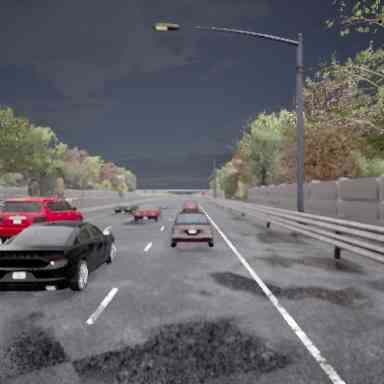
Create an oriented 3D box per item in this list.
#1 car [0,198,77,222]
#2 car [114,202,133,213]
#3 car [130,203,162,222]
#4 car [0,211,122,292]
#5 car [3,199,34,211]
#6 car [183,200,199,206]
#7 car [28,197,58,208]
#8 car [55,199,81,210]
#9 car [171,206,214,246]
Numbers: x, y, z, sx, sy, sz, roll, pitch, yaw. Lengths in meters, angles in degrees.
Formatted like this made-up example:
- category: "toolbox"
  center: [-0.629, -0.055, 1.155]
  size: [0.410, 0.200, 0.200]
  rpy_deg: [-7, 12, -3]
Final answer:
- category: "car"
  center: [-7.001, 1.292, 15.999]
  size: [2.150, 2.045, 5.566]
  rpy_deg: [0, 0, 0]
- category: "car"
  center: [-7.125, 1.755, 36.505]
  size: [1.895, 1.301, 4.718]
  rpy_deg: [0, 0, 0]
- category: "car"
  center: [-3.567, 1.705, 27.532]
  size: [1.895, 1.301, 4.718]
  rpy_deg: [0, 0, 0]
- category: "car"
  center: [-3.449, 1.515, 9.088]
  size: [1.882, 1.535, 5.008]
  rpy_deg: [0, 0, 0]
- category: "car"
  center: [-24.805, 1.775, 47.886]
  size: [1.882, 1.535, 5.008]
  rpy_deg: [0, 0, 0]
- category: "car"
  center: [-0.167, 1.722, 41.961]
  size: [1.994, 1.385, 4.181]
  rpy_deg: [0, 0, 0]
- category: "car"
  center: [-21.306, 1.494, 47.909]
  size: [2.128, 1.511, 4.902]
  rpy_deg: [0, 0, 0]
- category: "car"
  center: [-17.805, 1.761, 47.932]
  size: [1.882, 1.535, 5.008]
  rpy_deg: [0, 0, 0]
- category: "car"
  center: [0.002, 1.594, 15.441]
  size: [2.033, 1.411, 5.357]
  rpy_deg: [0, 0, 0]
